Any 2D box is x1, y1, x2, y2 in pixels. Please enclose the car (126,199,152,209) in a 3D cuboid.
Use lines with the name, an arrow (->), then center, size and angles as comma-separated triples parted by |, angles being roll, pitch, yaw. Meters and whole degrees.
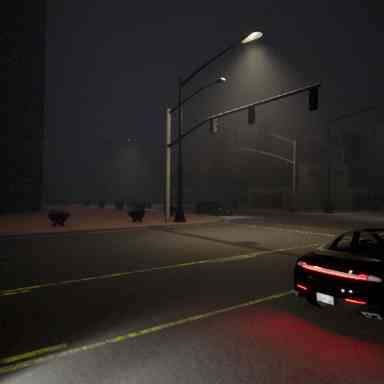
car -> -7.707, 1.692, 47.586 | 2.033, 1.411, 5.357 | 1, -1, -35

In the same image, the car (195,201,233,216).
car -> 2.094, 1.602, 33.514 | 1.812, 1.442, 4.674 | 1, 0, -35

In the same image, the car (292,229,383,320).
car -> 4.117, 1.503, 6.739 | 4.902, 1.511, 2.128 | 0, 0, -35
